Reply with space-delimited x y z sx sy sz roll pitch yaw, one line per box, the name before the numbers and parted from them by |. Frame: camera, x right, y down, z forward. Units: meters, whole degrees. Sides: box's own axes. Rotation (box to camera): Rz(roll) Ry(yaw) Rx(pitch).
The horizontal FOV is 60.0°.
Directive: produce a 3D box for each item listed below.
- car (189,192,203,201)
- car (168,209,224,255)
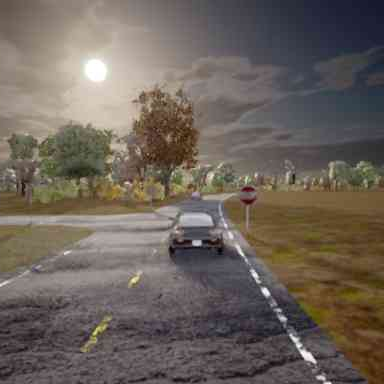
car | 0.717 0.762 58.158 1.812 1.442 4.674 0 1 8
car | 0.086 1.361 12.473 1.812 1.442 4.674 0 1 -2
